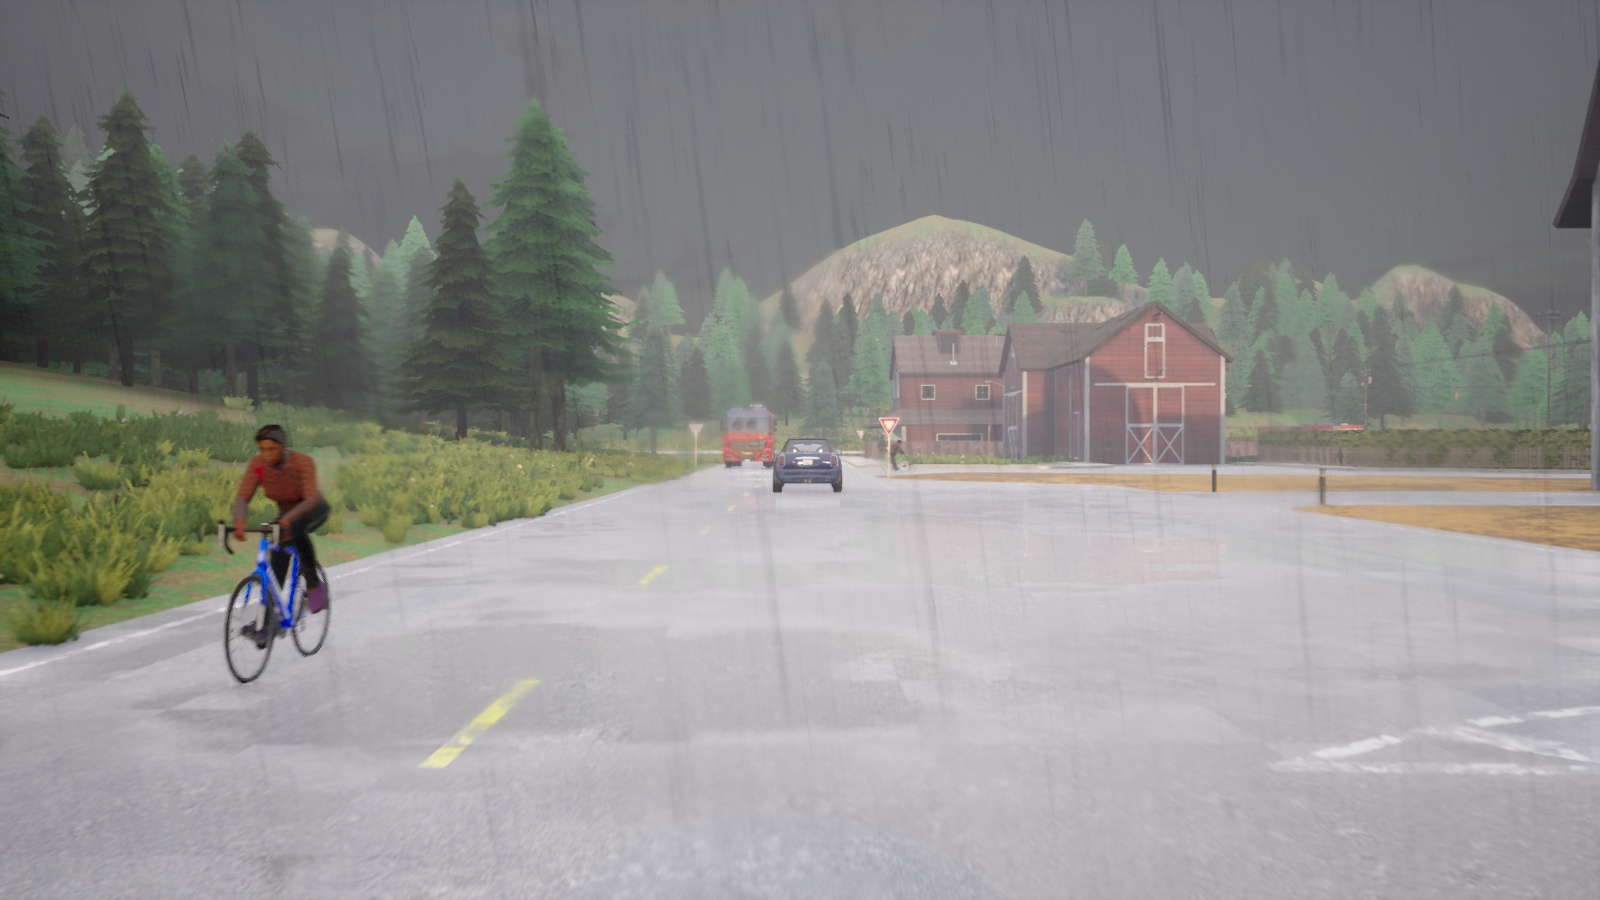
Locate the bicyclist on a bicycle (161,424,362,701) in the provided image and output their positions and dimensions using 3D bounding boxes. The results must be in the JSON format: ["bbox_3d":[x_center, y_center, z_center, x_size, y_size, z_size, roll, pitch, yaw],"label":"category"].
[{"bbox_3d":[-3.438,0.650,8.177,0.582,1.620,1.656,0,1,0],"label":"bicyclist on a bicycle"}]

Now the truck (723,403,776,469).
[{"bbox_3d":[-3.043,-0.857,77.442,2.891,3.827,8.468,0,0,0],"label":"truck"}]

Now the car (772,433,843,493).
[{"bbox_3d":[0.240,0.383,39.381,2.097,1.767,4.553,0,0,0],"label":"car"}]
